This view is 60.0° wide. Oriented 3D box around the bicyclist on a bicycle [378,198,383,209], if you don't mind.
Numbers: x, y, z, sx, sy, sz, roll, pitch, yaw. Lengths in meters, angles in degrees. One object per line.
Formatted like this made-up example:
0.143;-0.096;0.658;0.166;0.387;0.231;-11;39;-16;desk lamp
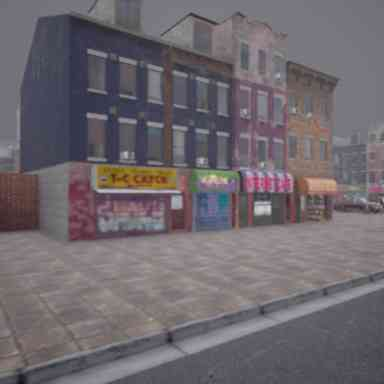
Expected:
23.127;1.506;40.806;1.656;1.620;0.582;0;0;-36;bicyclist on a bicycle

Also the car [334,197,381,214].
18.576;1.491;37.462;2.192;1.841;5.009;0;0;-36;car

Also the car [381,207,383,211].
21.846;1.687;32.889;1.752;1.417;4.829;0;0;-36;car
